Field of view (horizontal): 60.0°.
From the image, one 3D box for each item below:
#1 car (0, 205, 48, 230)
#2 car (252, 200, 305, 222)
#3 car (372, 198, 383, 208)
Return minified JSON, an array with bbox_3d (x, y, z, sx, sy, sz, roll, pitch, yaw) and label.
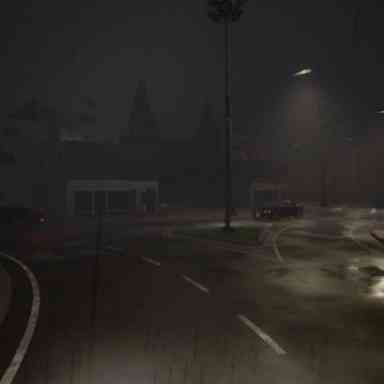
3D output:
[{"bbox_3d":[-11.512,1.568,21.064,4.674,1.442,1.812,0,0,12],"label":"car"},{"bbox_3d":[6.703,1.395,25.686,4.902,1.511,2.128,-1,0,-38],"label":"car"},{"bbox_3d":[24.237,1.352,41.657,4.718,1.301,1.895,0,0,-43],"label":"car"}]
